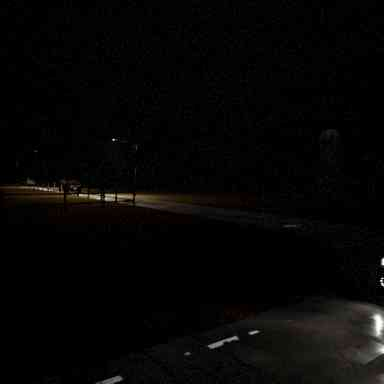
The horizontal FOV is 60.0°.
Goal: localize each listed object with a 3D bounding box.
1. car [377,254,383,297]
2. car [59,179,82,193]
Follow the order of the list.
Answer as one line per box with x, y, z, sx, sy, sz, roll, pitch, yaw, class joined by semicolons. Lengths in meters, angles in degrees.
5.979;1.314;7.191;4.553;1.767;2.097;-2;1;-35;car
-18.403;-0.958;50.075;2.150;2.045;5.566;2;2;-36;car
